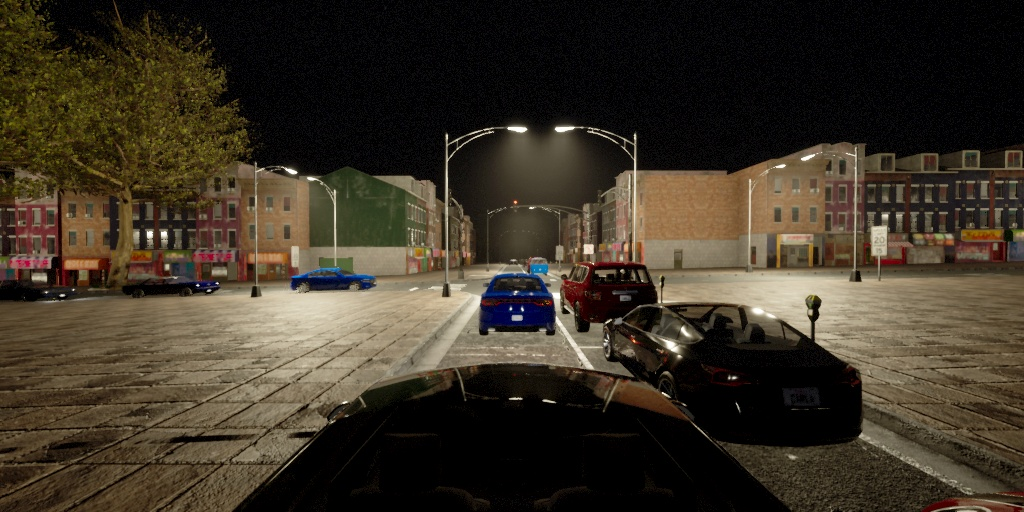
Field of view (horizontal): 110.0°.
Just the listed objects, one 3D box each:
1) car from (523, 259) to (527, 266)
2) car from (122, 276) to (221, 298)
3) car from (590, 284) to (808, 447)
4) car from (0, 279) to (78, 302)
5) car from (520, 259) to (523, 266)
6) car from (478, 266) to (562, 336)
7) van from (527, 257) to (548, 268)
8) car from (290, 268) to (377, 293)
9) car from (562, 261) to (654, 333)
[{"bbox_3d":[2.791,1.085,42.502,2.192,1.841,5.009,0,0,0],"label":"car"},{"bbox_3d":[-21.262,1.930,22.554,4.718,1.301,1.895,-2,1,0],"label":"car"},{"bbox_3d":[2.647,1.315,5.333,1.948,1.339,4.313,0,0,0],"label":"car"},{"bbox_3d":[-30.965,2.180,22.589,5.357,1.411,2.033,-2,1,1],"label":"car"},{"bbox_3d":[2.874,1.359,64.127,2.007,1.370,4.403,0,0,0],"label":"car"},{"bbox_3d":[0.147,1.227,10.460,1.882,1.535,5.008,0,0,1],"label":"car"},{"bbox_3d":[2.770,1.105,37.096,1.690,1.789,3.998,0,0,0],"label":"van"},{"bbox_3d":[-11.124,1.511,22.524,5.008,1.535,1.882,-2,1,0],"label":"car"},{"bbox_3d":[2.668,1.064,10.736,2.192,1.841,5.009,0,0,0],"label":"car"}]
